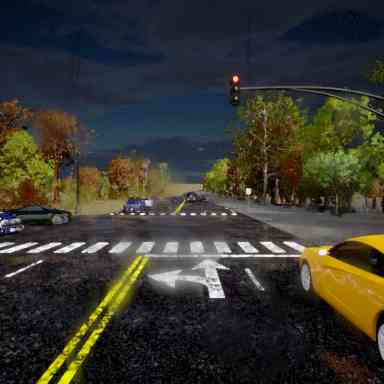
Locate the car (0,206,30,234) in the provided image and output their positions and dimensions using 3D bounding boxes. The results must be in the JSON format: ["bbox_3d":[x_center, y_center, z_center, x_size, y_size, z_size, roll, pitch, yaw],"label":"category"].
[{"bbox_3d":[-11.474,1.378,17.729,4.553,1.767,2.097,0,0,12],"label":"car"}]

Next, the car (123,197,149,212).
[{"bbox_3d":[-6.712,1.353,39.271,2.097,1.767,4.553,0,0,0],"label":"car"}]

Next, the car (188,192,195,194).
[{"bbox_3d":[-0.231,1.110,80.899,2.150,2.045,5.566,0,0,0],"label":"car"}]

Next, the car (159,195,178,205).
[{"bbox_3d":[-3.487,1.507,49.191,1.837,1.490,4.892,0,0,0],"label":"car"}]

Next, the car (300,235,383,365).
[{"bbox_3d":[3.346,1.444,5.477,1.882,1.535,5.008,0,1,0],"label":"car"}]

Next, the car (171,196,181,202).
[{"bbox_3d":[-3.462,1.521,74.229,2.033,1.411,5.357,0,0,0],"label":"car"}]

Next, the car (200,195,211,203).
[{"bbox_3d":[3.068,1.503,71.556,2.128,1.511,4.902,0,0,0],"label":"car"}]

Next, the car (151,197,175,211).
[{"bbox_3d":[-3.465,1.602,40.116,1.895,1.301,4.718,0,0,0],"label":"car"}]

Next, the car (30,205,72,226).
[{"bbox_3d":[-10.456,1.561,22.801,4.181,1.385,1.994,0,0,-14],"label":"car"}]

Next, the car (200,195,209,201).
[{"bbox_3d":[3.016,1.457,81.711,2.033,1.411,5.357,0,0,0],"label":"car"}]

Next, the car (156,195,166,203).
[{"bbox_3d":[-6.706,1.454,72.232,1.882,1.535,5.008,0,0,0],"label":"car"}]

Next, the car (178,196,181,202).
[{"bbox_3d":[-3.494,1.530,60.461,1.812,1.442,4.674,0,0,0],"label":"car"}]

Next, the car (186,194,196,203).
[{"bbox_3d":[-0.173,1.606,70.796,1.895,1.301,4.718,0,0,0],"label":"car"}]

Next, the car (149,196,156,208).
[{"bbox_3d":[-6.746,1.528,48.256,1.812,1.442,4.674,0,0,0],"label":"car"}]
